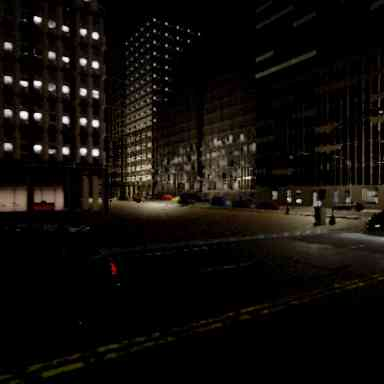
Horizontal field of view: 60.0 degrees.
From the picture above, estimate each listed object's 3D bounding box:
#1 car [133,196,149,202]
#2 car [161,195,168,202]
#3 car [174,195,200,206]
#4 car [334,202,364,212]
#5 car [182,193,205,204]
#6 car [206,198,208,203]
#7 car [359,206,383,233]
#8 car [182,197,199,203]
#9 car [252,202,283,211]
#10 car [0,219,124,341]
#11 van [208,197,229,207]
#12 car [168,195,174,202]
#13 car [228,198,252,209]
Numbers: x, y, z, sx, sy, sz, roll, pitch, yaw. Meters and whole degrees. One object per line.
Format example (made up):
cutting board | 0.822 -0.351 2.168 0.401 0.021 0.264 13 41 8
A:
car | -13.463 1.892 84.847 1.887 1.381 4.507 0 0 -34
car | -6.554 1.653 89.213 2.192 1.841 5.009 0 0 -34
car | -1.047 1.931 66.232 1.752 1.417 4.829 0 0 -34
car | 21.838 2.023 46.499 1.947 1.339 4.313 0 0 -34
car | -0.227 1.236 69.881 2.150 2.045 5.566 0 0 -34
car | 5.656 1.920 70.905 1.752 1.417 4.829 0 0 -34
car | 12.728 1.783 20.680 4.892 1.490 1.837 1 -1 -35
car | -0.402 1.913 79.989 1.887 1.381 4.507 0 0 -34
car | 11.180 2.035 47.899 1.802 1.307 4.206 0 0 -34
car | -3.483 1.353 5.192 4.553 1.767 2.097 1 0 -35
van | 5.020 1.772 57.136 1.690 1.788 3.998 0 0 -34
car | -3.573 1.878 84.742 1.752 1.417 4.829 0 0 -34
car | 8.100 2.024 52.518 1.802 1.307 4.206 0 0 -34
